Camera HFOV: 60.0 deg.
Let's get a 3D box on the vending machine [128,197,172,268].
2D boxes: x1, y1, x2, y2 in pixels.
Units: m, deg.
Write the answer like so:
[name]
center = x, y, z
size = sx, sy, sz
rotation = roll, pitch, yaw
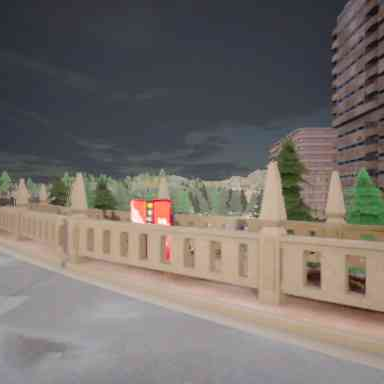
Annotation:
[vending machine]
center = -1.339, 1.224, 10.685
size = 0.880, 2.100, 1.100
rotation = 0, 0, 41
